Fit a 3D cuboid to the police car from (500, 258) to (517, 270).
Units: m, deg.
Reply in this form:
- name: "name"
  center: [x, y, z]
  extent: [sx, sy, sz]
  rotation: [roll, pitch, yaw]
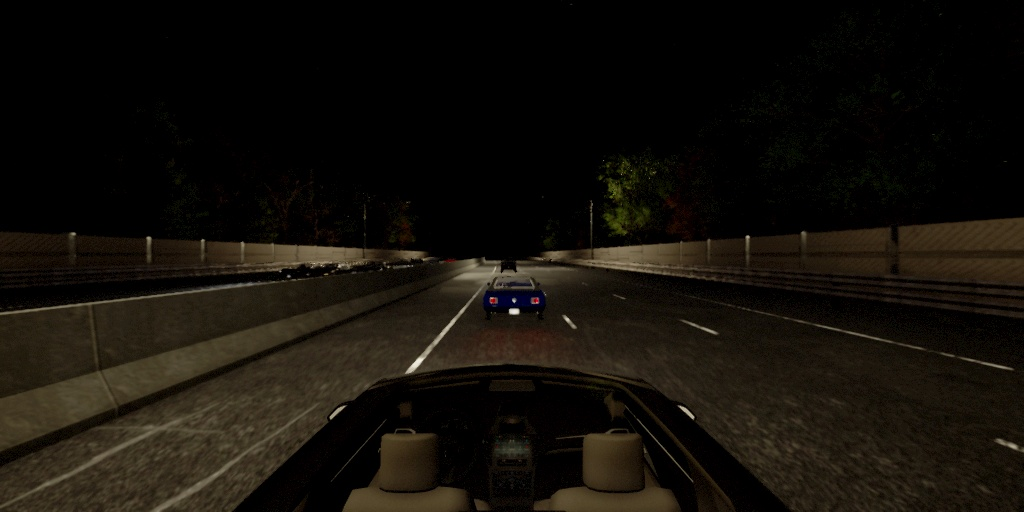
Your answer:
- name: "police car"
  center: [-0.436, 1.100, 44.532]
  extent: [1.930, 1.638, 5.238]
  rotation: [0, 0, -1]

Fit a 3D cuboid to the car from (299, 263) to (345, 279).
- name: "car"
  center: [-14.316, 1.250, 28.772]
  extent: [2.033, 1.411, 5.357]
  rotation: [0, 0, -1]

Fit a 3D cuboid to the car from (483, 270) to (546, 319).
- name: "car"
  center: [0.057, 1.332, 12.674]
  extent: [1.895, 1.301, 4.718]
  rotation: [0, 0, 0]

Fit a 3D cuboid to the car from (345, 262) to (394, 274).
- name: "car"
  center: [-10.811, 1.195, 28.293]
  extent: [2.128, 1.511, 4.902]
  rotation: [0, 0, -1]

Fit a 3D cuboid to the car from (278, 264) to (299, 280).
- name: "car"
  center: [-17.848, 1.300, 30.845]
  extent: [1.895, 1.301, 4.718]
  rotation: [0, 0, -1]
